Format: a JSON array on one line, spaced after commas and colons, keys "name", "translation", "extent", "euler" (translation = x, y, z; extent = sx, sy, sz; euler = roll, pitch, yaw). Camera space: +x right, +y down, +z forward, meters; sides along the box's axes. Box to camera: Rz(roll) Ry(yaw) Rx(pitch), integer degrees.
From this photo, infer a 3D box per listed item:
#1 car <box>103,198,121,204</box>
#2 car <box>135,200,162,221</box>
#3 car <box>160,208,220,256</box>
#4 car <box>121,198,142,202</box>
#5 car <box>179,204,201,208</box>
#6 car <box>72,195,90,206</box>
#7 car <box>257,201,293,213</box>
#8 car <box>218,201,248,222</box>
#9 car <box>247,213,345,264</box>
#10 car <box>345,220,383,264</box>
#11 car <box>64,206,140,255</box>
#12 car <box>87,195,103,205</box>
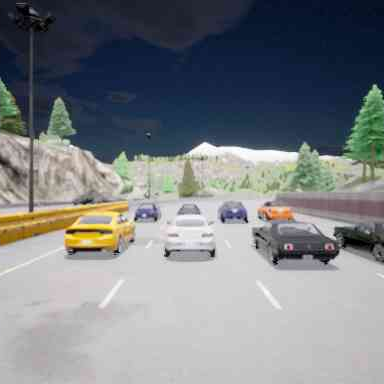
[{"name": "car", "translation": [-14.098, 1.797, 61.953], "extent": [1.882, 1.535, 5.008], "euler": [0, 0, 13]}, {"name": "car", "translation": [-3.683, 1.671, 28.213], "extent": [1.812, 1.442, 4.674], "euler": [0, 0, 1]}, {"name": "car", "translation": [-0.073, 1.594, 13.301], "extent": [1.812, 1.442, 4.674], "euler": [0, 0, 0]}, {"name": "car", "translation": [-10.594, 1.810, 61.563], "extent": [2.128, 1.511, 4.902], "euler": [0, 0, 13]}, {"name": "car", "translation": [-0.190, 1.708, 27.809], "extent": [1.994, 1.385, 4.181], "euler": [0, 0, 1]}, {"name": "car", "translation": [-20.774, 1.553, 64.243], "extent": [2.150, 2.045, 5.566], "euler": [0, 0, 12]}, {"name": "car", "translation": [6.808, 1.492, 27.607], "extent": [2.097, 1.767, 4.553], "euler": [0, 0, 1]}, {"name": "car", "translation": [3.307, 1.493, 27.562], "extent": [2.097, 1.767, 4.553], "euler": [0, 0, 1]}, {"name": "car", "translation": [3.430, 1.663, 12.047], "extent": [1.895, 1.301, 4.718], "euler": [0, 0, 0]}, {"name": "car", "translation": [6.931, 1.662, 12.090], "extent": [1.895, 1.301, 4.718], "euler": [0, 0, 0]}, {"name": "car", "translation": [-3.576, 1.549, 13.720], "extent": [1.882, 1.535, 5.008], "euler": [0, 0, 0]}, {"name": "car", "translation": [-17.391, 1.828, 63.321], "extent": [1.837, 1.490, 4.892], "euler": [0, 0, 12]}]
